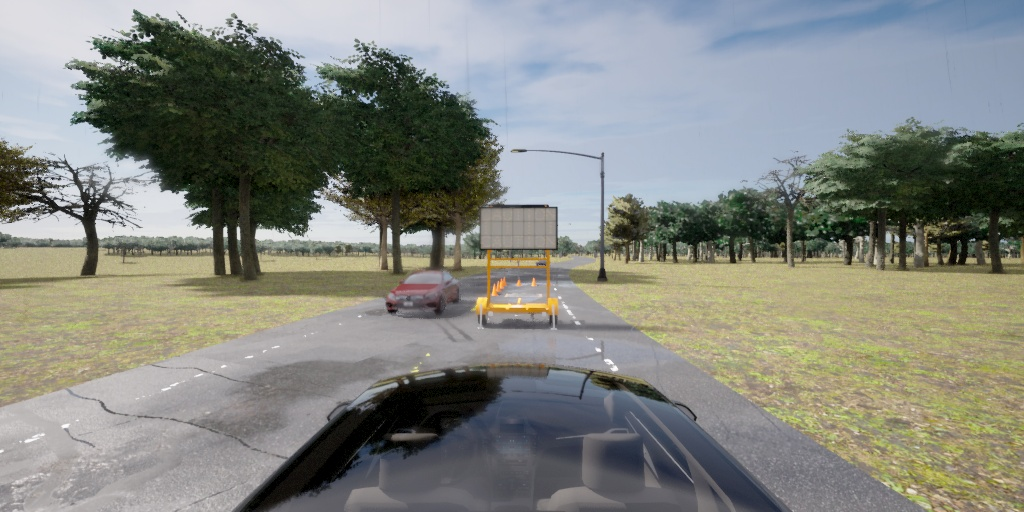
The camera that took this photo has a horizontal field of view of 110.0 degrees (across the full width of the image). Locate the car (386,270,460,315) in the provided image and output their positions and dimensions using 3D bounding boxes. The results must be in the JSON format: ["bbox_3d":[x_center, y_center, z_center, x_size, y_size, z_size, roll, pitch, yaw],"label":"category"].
[{"bbox_3d":[-3.198,1.275,13.810,1.812,1.442,4.674,0,0,3],"label":"car"}]

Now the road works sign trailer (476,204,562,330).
[{"bbox_3d":[0.205,0.215,11.159,2.380,3.560,2.880,0,0,3],"label":"road works sign trailer"}]
